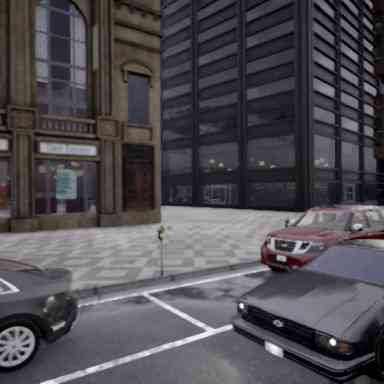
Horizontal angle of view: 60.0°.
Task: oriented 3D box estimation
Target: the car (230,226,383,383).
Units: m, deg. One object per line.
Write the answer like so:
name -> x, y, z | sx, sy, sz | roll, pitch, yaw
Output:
car -> 3.183, 1.558, 5.640 | 5.357, 1.411, 2.033 | 0, 0, -35

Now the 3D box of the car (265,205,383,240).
car -> 4.271, 1.331, 9.716 | 5.009, 1.841, 2.192 | 0, -1, -36

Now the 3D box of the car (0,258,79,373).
car -> -3.681, 1.549, 4.035 | 4.403, 1.369, 2.008 | 0, -1, -36
